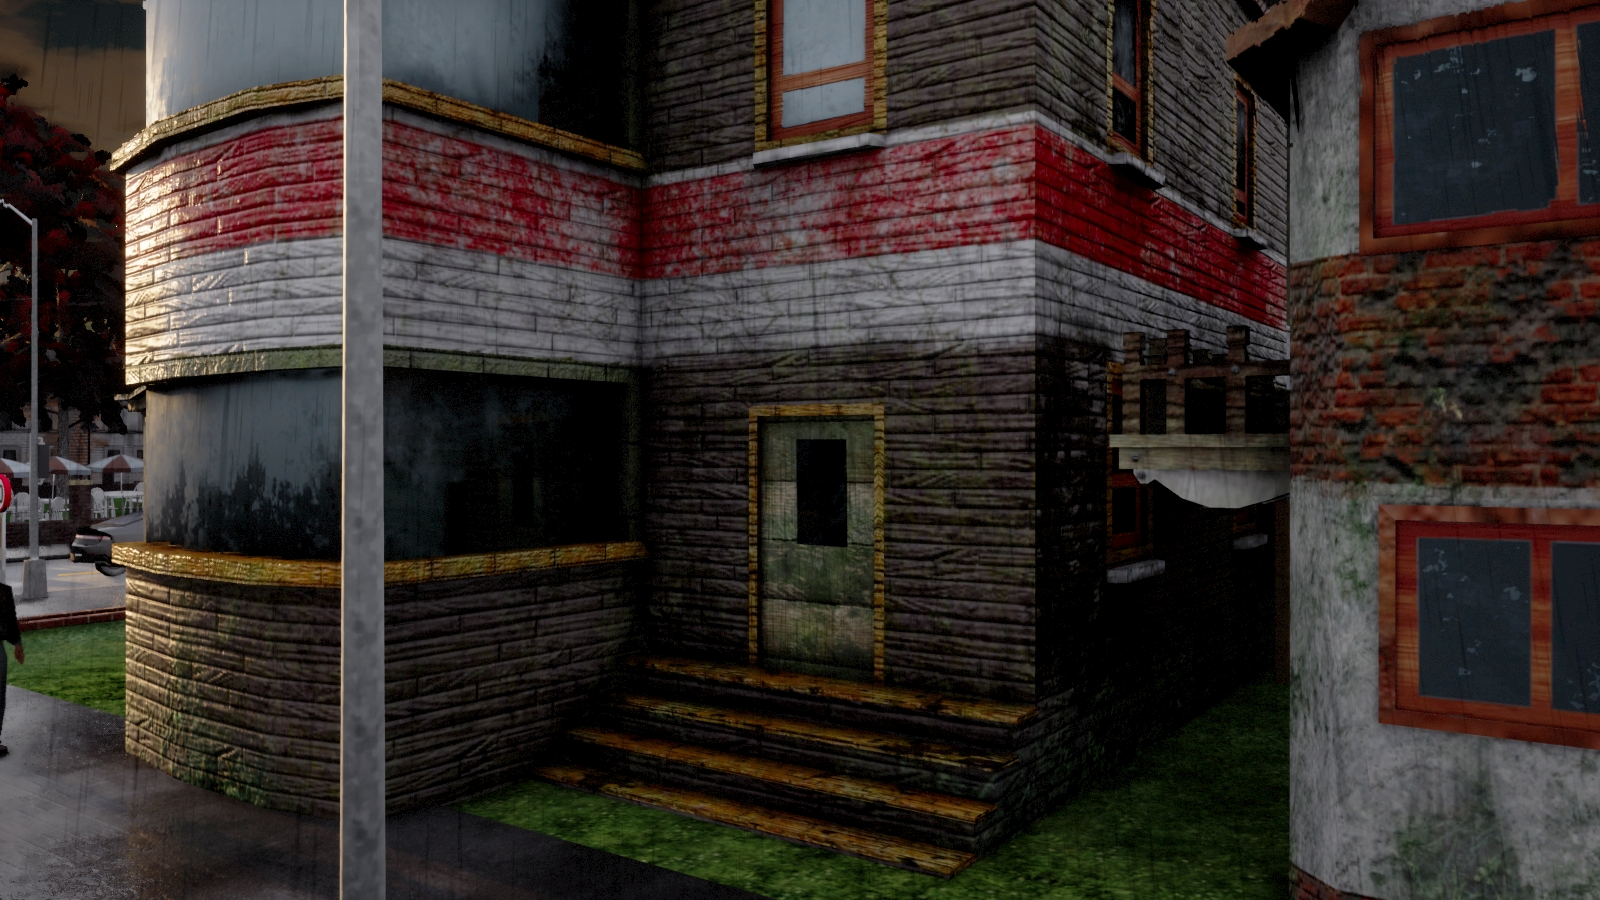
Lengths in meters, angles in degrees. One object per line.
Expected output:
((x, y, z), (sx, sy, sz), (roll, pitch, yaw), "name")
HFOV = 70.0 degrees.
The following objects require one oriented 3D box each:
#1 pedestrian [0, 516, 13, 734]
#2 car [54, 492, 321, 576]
((-7.098, 1.521, 9.931), (0.375, 1.860, 0.375), (0, 0, -42), "pedestrian")
((-13.748, 1.817, 25.958), (2.128, 1.511, 4.902), (0, 0, 34), "car")
